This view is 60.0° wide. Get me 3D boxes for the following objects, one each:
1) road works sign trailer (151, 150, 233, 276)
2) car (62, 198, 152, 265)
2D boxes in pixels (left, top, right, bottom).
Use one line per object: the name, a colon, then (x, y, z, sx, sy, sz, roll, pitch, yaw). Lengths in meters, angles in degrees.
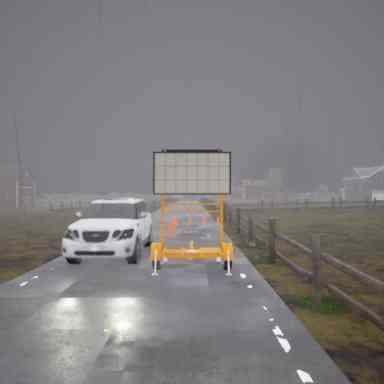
road works sign trailer: (0.003, 0.481, 10.425, 2.380, 3.560, 2.880, 0, 0, 0)
car: (-2.749, 1.244, 12.119, 2.150, 2.045, 5.566, 0, 0, 0)
